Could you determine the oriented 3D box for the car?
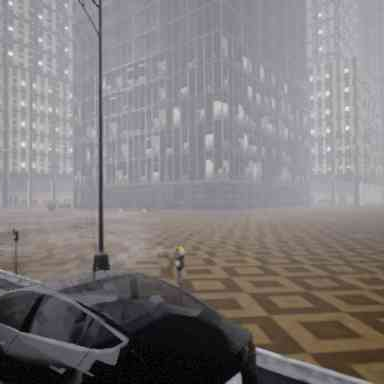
[{"bbox_3d":[-1.342,1.614,3.901,4.313,1.339,1.947,0,-2,37],"label":"car"}]
